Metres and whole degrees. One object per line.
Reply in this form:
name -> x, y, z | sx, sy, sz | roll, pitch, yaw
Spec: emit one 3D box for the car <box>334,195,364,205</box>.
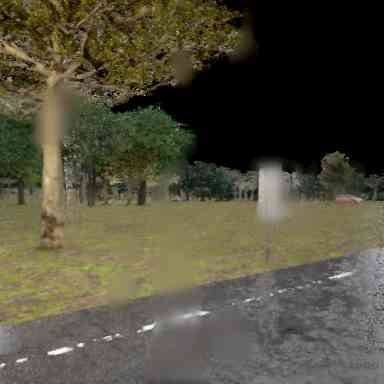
car -> 26.052, 1.254, 55.223 | 2.097, 1.767, 4.553 | 2, -2, -36
